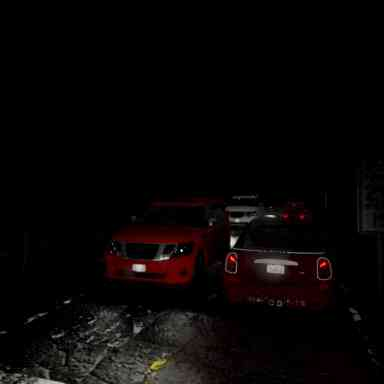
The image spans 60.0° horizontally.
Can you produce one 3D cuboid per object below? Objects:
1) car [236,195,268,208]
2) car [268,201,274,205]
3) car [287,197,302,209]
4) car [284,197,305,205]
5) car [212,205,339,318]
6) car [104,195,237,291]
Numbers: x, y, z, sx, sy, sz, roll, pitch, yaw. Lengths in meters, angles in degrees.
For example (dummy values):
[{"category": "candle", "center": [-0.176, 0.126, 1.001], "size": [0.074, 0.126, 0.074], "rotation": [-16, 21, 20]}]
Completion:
[{"category": "car", "center": [3.347, 1.235, 21.200], "size": [2.150, 2.045, 5.566], "rotation": [0, 0, 17]}, {"category": "car", "center": [7.690, 1.624, 34.847], "size": [1.895, 1.301, 4.718], "rotation": [0, 0, 18]}, {"category": "car", "center": [14.241, 1.508, 46.212], "size": [1.882, 1.535, 5.008], "rotation": [0, 0, 18]}, {"category": "car", "center": [11.239, 1.377, 36.567], "size": [2.097, 1.767, 4.553], "rotation": [0, 0, 18]}, {"category": "car", "center": [2.090, 1.357, 7.788], "size": [2.097, 1.767, 4.553], "rotation": [0, 0, 18]}, {"category": "car", "center": [-0.299, 1.227, 9.567], "size": [2.150, 2.045, 5.566], "rotation": [0, 0, 17]}]
